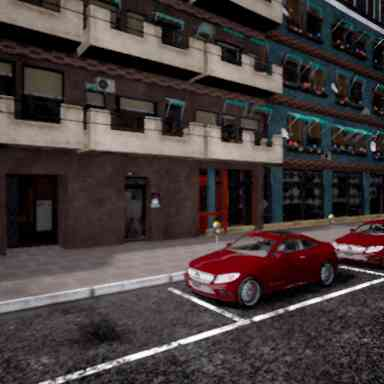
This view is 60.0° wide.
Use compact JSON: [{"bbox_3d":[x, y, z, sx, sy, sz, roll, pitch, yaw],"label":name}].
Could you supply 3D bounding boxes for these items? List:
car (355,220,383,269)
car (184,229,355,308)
[{"bbox_3d":[6.403,1.614,11.141,4.206,1.307,1.802,0,0,-36],"label":"car"},{"bbox_3d":[1.796,1.597,7.851,4.206,1.307,1.802,0,0,-36],"label":"car"}]
